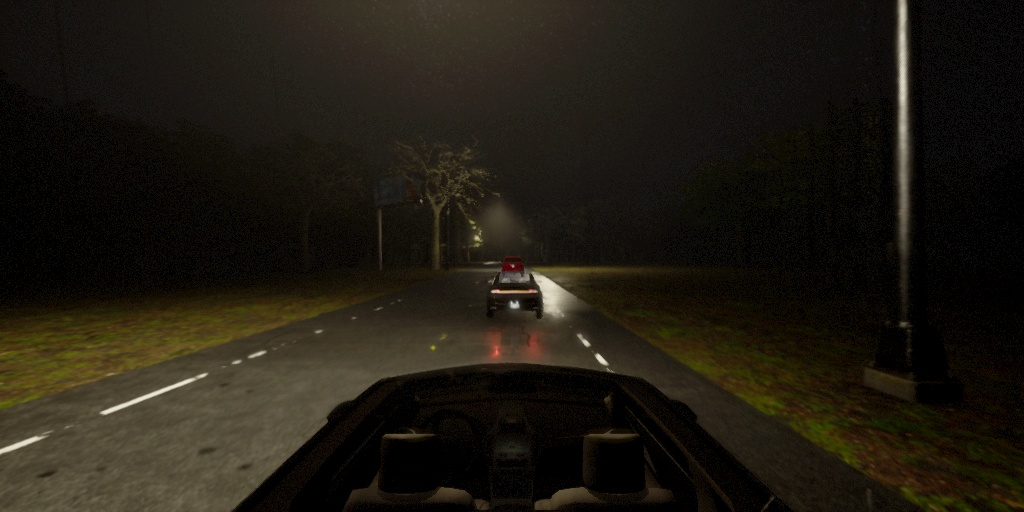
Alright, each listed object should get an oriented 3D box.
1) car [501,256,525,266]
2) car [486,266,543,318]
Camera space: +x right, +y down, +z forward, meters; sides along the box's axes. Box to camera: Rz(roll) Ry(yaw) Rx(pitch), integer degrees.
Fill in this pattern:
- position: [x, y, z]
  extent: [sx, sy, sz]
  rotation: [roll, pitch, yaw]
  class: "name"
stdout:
- position: [0.095, 1.046, 36.666]
  extent: [2.150, 2.045, 5.566]
  rotation: [0, 0, 0]
  class: "car"
- position: [0.091, 1.320, 13.368]
  extent: [2.128, 1.511, 4.902]
  rotation: [0, 0, 0]
  class: "car"
